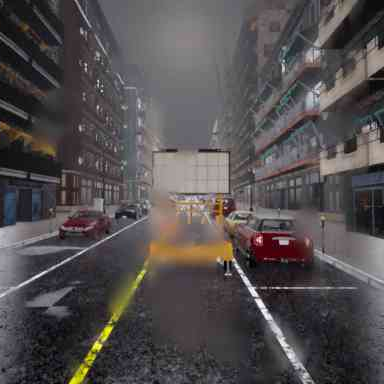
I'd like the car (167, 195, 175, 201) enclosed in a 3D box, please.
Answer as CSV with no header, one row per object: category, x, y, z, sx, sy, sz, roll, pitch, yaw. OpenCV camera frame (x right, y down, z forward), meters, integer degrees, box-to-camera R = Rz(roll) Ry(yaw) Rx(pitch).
car,-5.285,1.595,84.782,1.752,1.417,4.829,2,0,0

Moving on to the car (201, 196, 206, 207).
car,2.593,1.558,45.466,1.752,1.417,4.829,2,0,0

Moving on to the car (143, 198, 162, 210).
car,-5.288,1.584,45.301,2.008,1.369,4.403,2,0,0

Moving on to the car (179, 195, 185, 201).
car,-2.746,1.598,87.608,1.812,1.442,4.674,0,0,0

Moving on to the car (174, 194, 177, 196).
car,-5.286,1.588,79.117,1.752,1.417,4.829,2,0,0

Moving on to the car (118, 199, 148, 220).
car,-5.289,1.585,28.308,1.947,1.339,4.313,2,0,0

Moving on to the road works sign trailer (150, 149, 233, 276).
road works sign trailer,-0.022,0.471,10.383,2.380,3.560,2.880,0,0,0

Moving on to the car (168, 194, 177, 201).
car,-5.277,1.392,90.617,2.192,1.841,5.009,2,0,0

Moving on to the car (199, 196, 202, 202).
car,2.592,1.608,56.625,1.947,1.339,4.313,2,0,0

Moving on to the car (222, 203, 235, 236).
car,2.591,1.537,17.143,1.752,1.417,4.829,2,0,0

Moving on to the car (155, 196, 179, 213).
car,-2.849,1.552,38.392,1.812,1.442,4.674,0,0,0

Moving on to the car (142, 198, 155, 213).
car,-5.284,1.464,33.972,1.967,1.590,4.097,2,0,0

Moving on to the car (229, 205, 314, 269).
car,2.594,1.448,11.309,1.967,1.590,4.097,2,0,0

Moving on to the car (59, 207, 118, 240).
car,-5.290,1.593,16.978,1.802,1.307,4.206,2,0,0

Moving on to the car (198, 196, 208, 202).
car,2.593,1.614,79.281,2.008,1.369,4.403,2,0,0

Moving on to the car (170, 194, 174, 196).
car,-5.286,1.596,67.960,1.887,1.381,4.507,2,0,0

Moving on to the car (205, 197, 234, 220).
car,2.598,1.334,28.302,2.192,1.841,5.009,2,0,0
